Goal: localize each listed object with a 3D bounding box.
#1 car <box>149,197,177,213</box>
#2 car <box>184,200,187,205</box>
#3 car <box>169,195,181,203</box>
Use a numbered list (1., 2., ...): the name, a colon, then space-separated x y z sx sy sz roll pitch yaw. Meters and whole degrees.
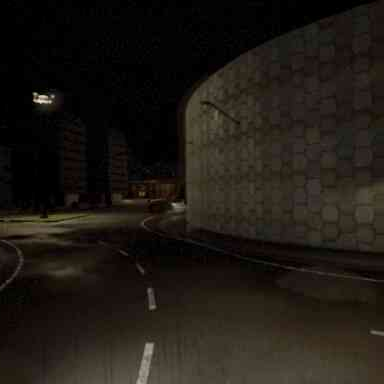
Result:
1. car: -3.881 1.777 42.088 1.882 1.535 5.008 -1 0 13
2. car: -0.068 1.941 69.396 2.033 1.411 5.357 -1 0 16
3. car: -4.369 1.749 79.891 2.150 2.045 5.566 -1 0 16
